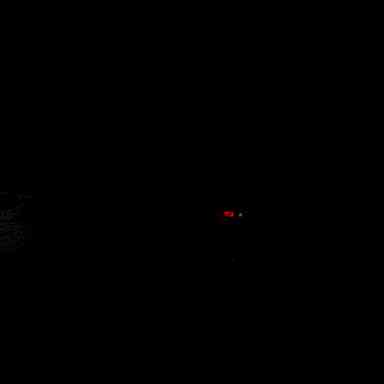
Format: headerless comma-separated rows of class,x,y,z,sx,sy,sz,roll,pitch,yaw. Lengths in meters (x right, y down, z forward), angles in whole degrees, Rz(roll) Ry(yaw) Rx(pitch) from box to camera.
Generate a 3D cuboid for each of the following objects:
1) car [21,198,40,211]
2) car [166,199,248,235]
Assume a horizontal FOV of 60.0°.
car,-28.607,2.177,58.408,2.150,2.045,5.566,-2,0,-19
car,0.821,1.452,20.843,5.566,2.045,2.150,-2,-1,43
